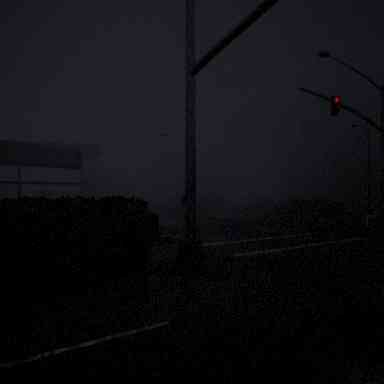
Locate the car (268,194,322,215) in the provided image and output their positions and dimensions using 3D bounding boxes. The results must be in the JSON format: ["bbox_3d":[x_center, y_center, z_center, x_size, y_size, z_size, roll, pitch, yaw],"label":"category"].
[{"bbox_3d":[10.184,1.326,32.521,5.027,1.636,2.152,0,0,-35],"label":"car"}]

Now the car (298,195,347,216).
[{"bbox_3d":[12.030,1.335,29.984,4.514,1.523,2.007,0,0,-35],"label":"car"}]

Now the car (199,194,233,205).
[{"bbox_3d":[3.944,1.292,54.826,4.514,1.523,2.007,0,0,-35],"label":"car"}]

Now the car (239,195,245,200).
[{"bbox_3d":[13.395,1.145,72.853,5.027,1.636,2.152,0,0,-35],"label":"car"}]

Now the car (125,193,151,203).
[{"bbox_3d":[-9.550,1.356,60.523,3.806,1.475,1.970,0,0,-35],"label":"car"}]

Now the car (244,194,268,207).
[{"bbox_3d":[9.654,1.314,46.625,3.633,1.501,1.845,0,0,-35],"label":"car"}]

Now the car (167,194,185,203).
[{"bbox_3d":[-2.634,1.091,65.428,4.605,1.855,1.932,0,0,-35],"label":"car"}]

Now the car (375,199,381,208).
[{"bbox_3d":[25.542,1.377,43.130,3.806,1.475,1.970,0,0,-35],"label":"car"}]

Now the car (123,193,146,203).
[{"bbox_3d":[-10.962,1.072,63.594,3.866,1.878,1.905,0,0,-35],"label":"car"}]

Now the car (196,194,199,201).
[{"bbox_3d":[1.567,1.290,76.863,4.514,1.523,2.007,0,0,-35],"label":"car"}]

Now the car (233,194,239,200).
[{"bbox_3d":[9.441,1.223,77.918,3.806,1.475,1.970,0,0,-35],"label":"car"}]
